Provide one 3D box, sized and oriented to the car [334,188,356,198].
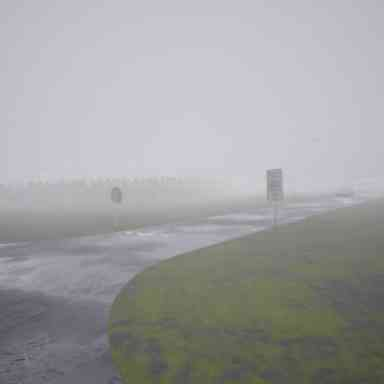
[{"bbox_3d":[22.168,0.096,48.066,2.033,1.411,5.357,-1,1,38],"label":"car"}]
